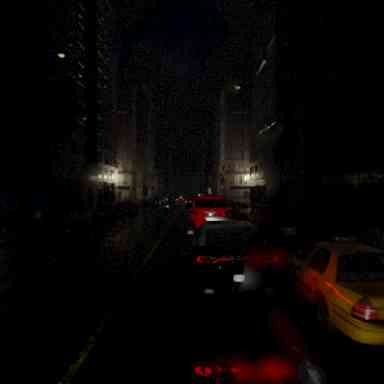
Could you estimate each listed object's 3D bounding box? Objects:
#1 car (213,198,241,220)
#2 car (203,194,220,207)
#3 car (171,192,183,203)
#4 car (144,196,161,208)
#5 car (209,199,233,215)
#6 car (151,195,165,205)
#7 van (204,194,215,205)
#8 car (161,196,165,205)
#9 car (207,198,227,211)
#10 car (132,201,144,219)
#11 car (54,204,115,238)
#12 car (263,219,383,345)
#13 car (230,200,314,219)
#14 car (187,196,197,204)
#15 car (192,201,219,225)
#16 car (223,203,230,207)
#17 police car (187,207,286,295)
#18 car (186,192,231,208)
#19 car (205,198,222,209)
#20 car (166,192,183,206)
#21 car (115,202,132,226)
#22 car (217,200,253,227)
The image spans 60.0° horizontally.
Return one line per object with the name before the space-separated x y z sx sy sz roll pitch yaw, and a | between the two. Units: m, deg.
car | 2.871 1.394 28.441 1.967 1.590 4.097 0 0 0
car | 2.883 1.233 50.536 2.192 1.841 5.009 0 0 0
car | -2.968 1.114 65.699 2.150 2.045 5.566 0 0 0
car | -5.646 1.508 45.009 1.802 1.307 4.206 0 0 0
car | 2.875 1.495 33.965 2.008 1.369 4.403 0 0 0
car | -5.640 1.349 56.059 1.967 1.590 4.097 0 0 0
van | 2.886 1.250 56.059 1.690 1.788 3.998 0 0 0
car | -5.643 1.483 50.534 1.947 1.339 4.313 0 0 0
car | 2.877 1.486 39.489 2.008 1.369 4.403 0 0 0
car | -5.654 1.519 28.434 1.947 1.339 4.313 0 0 0
car | -5.660 1.516 17.384 1.887 1.381 4.507 0 0 0
car | 2.860 1.515 6.517 1.752 1.417 4.829 0 0 0
car | 2.863 1.296 11.870 2.192 1.841 5.009 0 0 0
car | 0.030 1.428 59.852 1.812 1.442 4.674 0 0 0
car | 0.911 1.486 24.728 1.812 1.442 4.674 0 0 0
car | 2.866 1.497 17.565 1.752 1.417 4.829 0 0 0
police car | 0.903 1.411 8.838 1.930 1.638 5.238 0 0 0
car | 0.908 1.192 18.758 2.150 2.045 5.566 0 0 0
car | 2.880 1.492 45.012 1.947 1.339 4.313 0 0 0
car | -3.032 1.263 53.401 2.097 1.767 4.553 0 0 0
car | -5.657 1.528 22.909 1.947 1.339 4.313 0 0 0
car | 2.869 1.403 22.918 1.967 1.590 4.097 0 0 0
